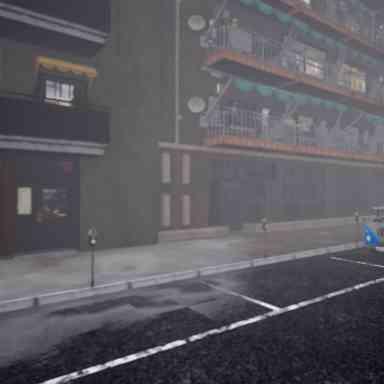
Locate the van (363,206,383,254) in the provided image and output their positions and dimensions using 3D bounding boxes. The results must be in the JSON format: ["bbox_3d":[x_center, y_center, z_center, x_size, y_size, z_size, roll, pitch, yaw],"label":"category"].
[{"bbox_3d":[7.908,1.358,12.184,3.998,1.788,1.690,0,0,-35],"label":"van"}]
